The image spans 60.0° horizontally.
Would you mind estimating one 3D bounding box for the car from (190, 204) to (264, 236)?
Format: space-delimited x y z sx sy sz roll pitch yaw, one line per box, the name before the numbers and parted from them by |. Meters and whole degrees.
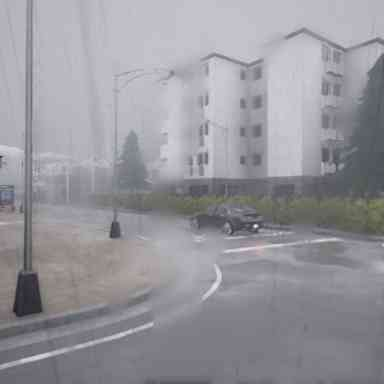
car | 1.738 1.401 17.946 1.837 1.490 4.892 -1 0 -33
